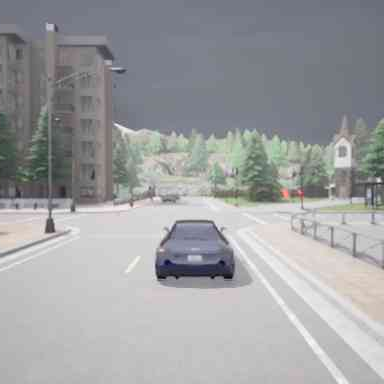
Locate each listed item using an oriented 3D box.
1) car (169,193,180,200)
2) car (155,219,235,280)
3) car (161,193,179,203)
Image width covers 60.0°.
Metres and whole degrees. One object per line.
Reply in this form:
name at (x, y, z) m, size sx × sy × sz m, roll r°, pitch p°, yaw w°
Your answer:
car at (-3.478, 0.855, 66.566) m, size 2.033 × 1.411 × 5.357 m, roll 0°, pitch 1°, yaw 0°
car at (0.075, 1.463, 9.629) m, size 1.994 × 1.385 × 4.181 m, roll 0°, pitch 1°, yaw 0°
car at (-3.553, 1.031, 51.331) m, size 1.994 × 1.385 × 4.181 m, roll 0°, pitch 1°, yaw 0°
